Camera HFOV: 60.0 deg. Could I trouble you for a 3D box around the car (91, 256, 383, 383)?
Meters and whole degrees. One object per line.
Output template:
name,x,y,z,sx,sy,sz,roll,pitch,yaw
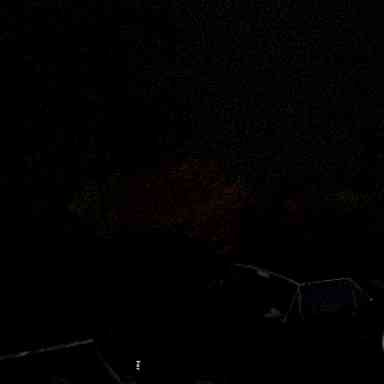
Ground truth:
car,1.106,1.681,4.643,4.718,1.301,1.895,0,-1,-27
